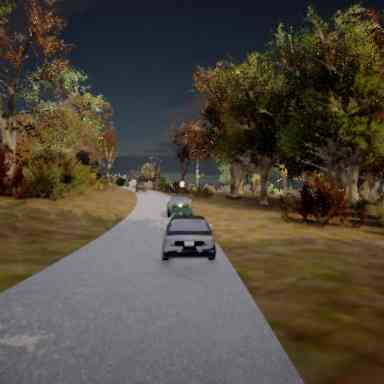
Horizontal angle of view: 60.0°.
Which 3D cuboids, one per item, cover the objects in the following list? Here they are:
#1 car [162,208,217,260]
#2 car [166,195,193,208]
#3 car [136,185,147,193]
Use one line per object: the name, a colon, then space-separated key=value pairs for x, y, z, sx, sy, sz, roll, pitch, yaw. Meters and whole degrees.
car: x=-0.144 y=1.573 z=12.528 sx=2.033 sy=1.411 sz=5.357 roll=0 pitch=1 yaw=-2
car: x=-1.100 y=1.049 z=28.428 sx=2.097 sy=1.767 sz=4.553 roll=1 pitch=2 yaw=-5
car: x=-9.919 y=-0.592 z=64.775 sx=1.994 sy=1.385 sz=4.181 roll=2 pitch=2 yaw=-13
